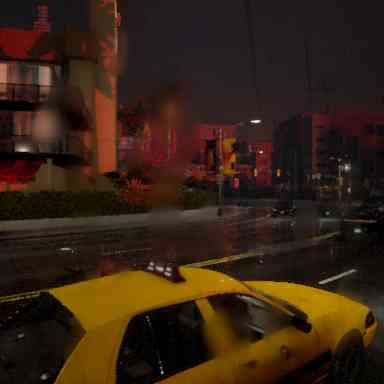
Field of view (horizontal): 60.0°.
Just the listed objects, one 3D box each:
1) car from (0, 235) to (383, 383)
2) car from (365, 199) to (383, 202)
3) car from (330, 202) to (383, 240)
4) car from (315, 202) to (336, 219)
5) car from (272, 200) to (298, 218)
[{"bbox_3d":[-0.048,1.453,3.361,5.366,1.575,1.801,0,0,-38],"label":"car"},{"bbox_3d":[15.823,1.536,29.416,2.033,1.411,5.357,0,0,19],"label":"car"},{"bbox_3d":[8.833,1.486,16.644,2.128,1.511,4.902,0,0,38],"label":"car"},{"bbox_3d":[11.721,1.551,28.691,1.994,1.385,4.181,0,0,23],"label":"car"},{"bbox_3d":[8.431,1.491,29.866,1.837,1.490,4.892,0,0,23],"label":"car"}]
